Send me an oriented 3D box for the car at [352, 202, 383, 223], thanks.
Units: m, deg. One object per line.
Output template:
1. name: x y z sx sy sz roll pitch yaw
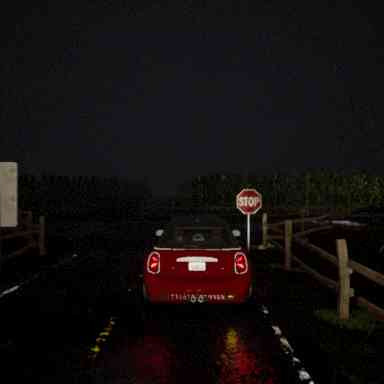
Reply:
1. car: 13.732 1.443 23.718 4.181 1.385 1.994 0 0 0

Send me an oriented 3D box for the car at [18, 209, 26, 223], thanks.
1. car: -14.176 1.646 23.720 4.181 1.385 1.994 0 0 0

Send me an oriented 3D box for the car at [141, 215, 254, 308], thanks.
1. car: 0.145 1.350 8.076 2.097 1.767 4.553 0 0 1
